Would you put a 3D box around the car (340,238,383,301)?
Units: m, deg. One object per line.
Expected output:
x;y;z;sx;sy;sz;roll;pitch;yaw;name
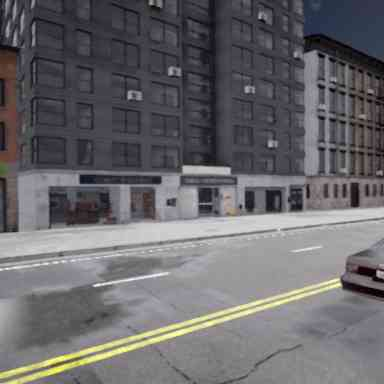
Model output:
5.433;1.493;7.313;5.357;1.411;2.033;0;0;-36;car
